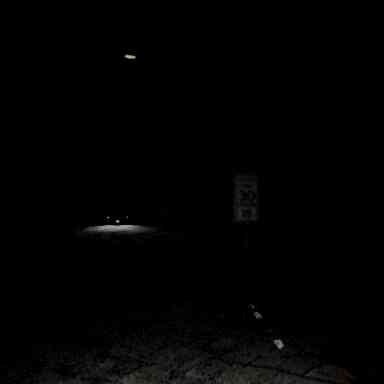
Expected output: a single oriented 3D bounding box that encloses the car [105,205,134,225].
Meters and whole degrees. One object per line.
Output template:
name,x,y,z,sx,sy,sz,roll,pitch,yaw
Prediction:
car,-5.595,1.730,26.363,2.033,1.411,5.357,0,0,-6
